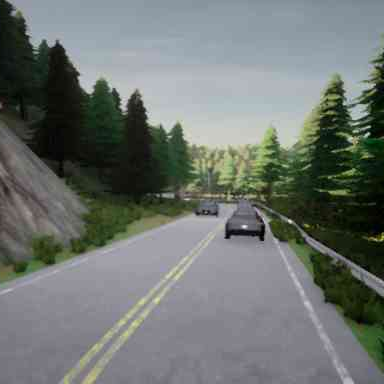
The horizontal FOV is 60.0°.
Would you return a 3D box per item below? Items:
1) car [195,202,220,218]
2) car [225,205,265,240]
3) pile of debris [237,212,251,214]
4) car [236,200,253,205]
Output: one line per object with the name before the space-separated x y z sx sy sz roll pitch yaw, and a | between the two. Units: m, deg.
car | 1.509 1.583 30.770 1.994 1.385 4.181 1 0 9
car | 2.834 1.628 17.784 1.994 1.385 4.181 1 0 10
pile of debris | 5.666 2.274 36.230 1.500 0.140 1.860 1 0 8
car | 6.069 1.650 38.555 2.033 1.411 5.357 1 0 8
